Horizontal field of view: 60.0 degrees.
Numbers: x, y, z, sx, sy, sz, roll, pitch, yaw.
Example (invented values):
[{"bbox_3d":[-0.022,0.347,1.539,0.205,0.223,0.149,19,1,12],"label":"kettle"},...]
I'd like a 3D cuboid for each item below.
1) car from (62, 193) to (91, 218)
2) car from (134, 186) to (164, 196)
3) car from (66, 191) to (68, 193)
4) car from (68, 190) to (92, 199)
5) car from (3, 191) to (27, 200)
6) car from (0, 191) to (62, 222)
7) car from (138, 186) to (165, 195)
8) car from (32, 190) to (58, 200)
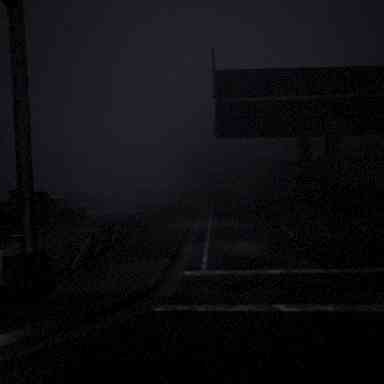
[{"bbox_3d":[-9.659,1.081,23.740,3.806,1.475,1.970,-2,2,4],"label":"car"},{"bbox_3d":[-7.547,-0.169,57.910,5.027,1.636,2.152,-2,2,4],"label":"car"},{"bbox_3d":[-16.623,0.860,36.625,4.514,1.523,2.007,-2,2,4],"label":"car"},{"bbox_3d":[-15.949,0.524,46.589,3.633,1.501,1.845,-2,2,4],"label":"car"},{"bbox_3d":[-33.362,0.720,62.712,3.633,1.501,1.845,-2,2,4],"label":"car"},{"bbox_3d":[-10.490,0.938,20.454,3.866,1.878,1.905,-2,2,4],"label":"car"},{"bbox_3d":[-7.401,-0.270,61.042,4.514,1.523,2.007,-2,2,4],"label":"car"},{"bbox_3d":[-26.150,0.564,59.262,3.806,1.475,1.970,-2,2,4],"label":"car"}]
